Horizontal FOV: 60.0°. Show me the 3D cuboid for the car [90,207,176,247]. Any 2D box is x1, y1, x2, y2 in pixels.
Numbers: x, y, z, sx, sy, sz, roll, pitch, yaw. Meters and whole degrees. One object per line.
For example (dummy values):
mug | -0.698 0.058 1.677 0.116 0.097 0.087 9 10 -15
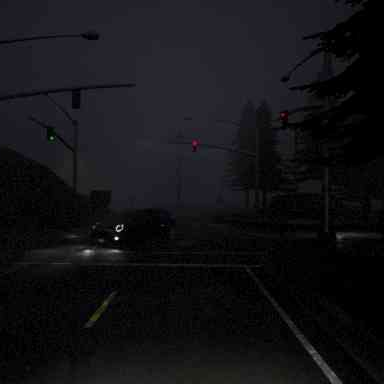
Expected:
car | -2.779 1.594 16.573 2.097 1.767 4.553 1 0 34
